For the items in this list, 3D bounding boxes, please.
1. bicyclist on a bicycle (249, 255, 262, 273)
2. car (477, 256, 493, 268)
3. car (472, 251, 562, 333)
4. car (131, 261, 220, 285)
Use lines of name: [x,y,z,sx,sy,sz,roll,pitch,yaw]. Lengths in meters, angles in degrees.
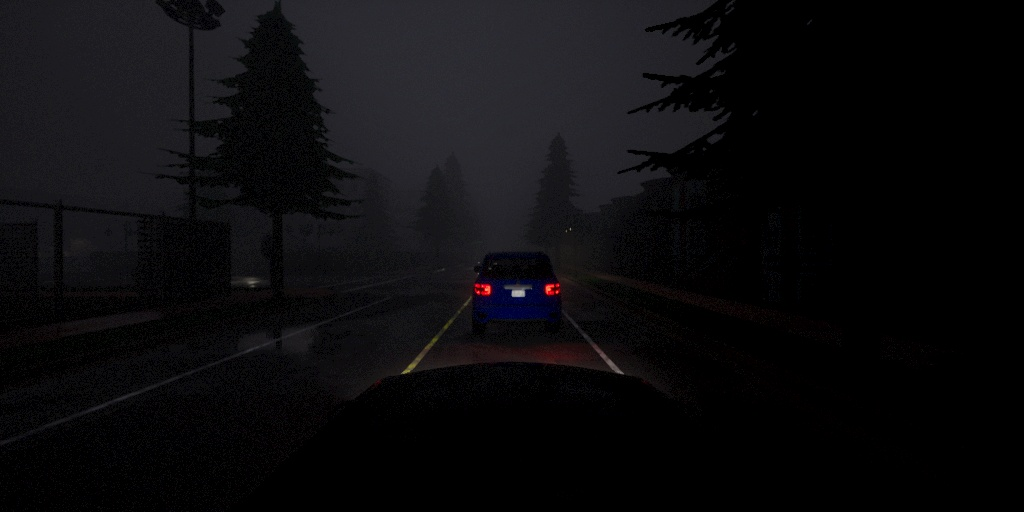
bicyclist on a bicycle: [-23.273,0.758,32.504,0.582,1.620,1.656,0,1,0]
car: [-3.585,0.777,48.519,1.837,1.490,4.892,0,0,0]
car: [0.047,0.882,10.522,2.150,2.045,5.566,0,1,-2]
car: [-21.972,1.054,23.525,4.892,1.490,1.837,0,1,0]
